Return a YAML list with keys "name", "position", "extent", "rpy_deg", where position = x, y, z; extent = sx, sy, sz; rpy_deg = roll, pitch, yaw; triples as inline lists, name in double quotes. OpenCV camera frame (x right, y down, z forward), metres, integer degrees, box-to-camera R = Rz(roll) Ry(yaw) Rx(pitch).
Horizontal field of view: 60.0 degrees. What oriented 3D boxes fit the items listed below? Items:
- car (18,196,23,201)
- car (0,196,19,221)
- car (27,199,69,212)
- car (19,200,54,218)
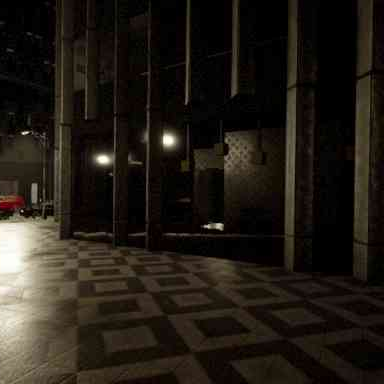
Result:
- name: "car"
  position: [-20.818, 1.353, 36.152]
  extent: [2.192, 1.841, 5.009]
  rpy_deg: [1, 0, 35]
- name: "car"
  position: [-17.118, 1.463, 26.616]
  extent: [2.192, 1.841, 5.009]
  rpy_deg: [1, 0, 35]
- name: "car"
  position: [-17.566, 1.634, 40.761]
  extent: [1.947, 1.339, 4.313]
  rpy_deg: [1, 0, 35]
- name: "car"
  position: [-13.865, 1.742, 31.226]
  extent: [1.947, 1.339, 4.313]
  rpy_deg: [1, 0, 35]
